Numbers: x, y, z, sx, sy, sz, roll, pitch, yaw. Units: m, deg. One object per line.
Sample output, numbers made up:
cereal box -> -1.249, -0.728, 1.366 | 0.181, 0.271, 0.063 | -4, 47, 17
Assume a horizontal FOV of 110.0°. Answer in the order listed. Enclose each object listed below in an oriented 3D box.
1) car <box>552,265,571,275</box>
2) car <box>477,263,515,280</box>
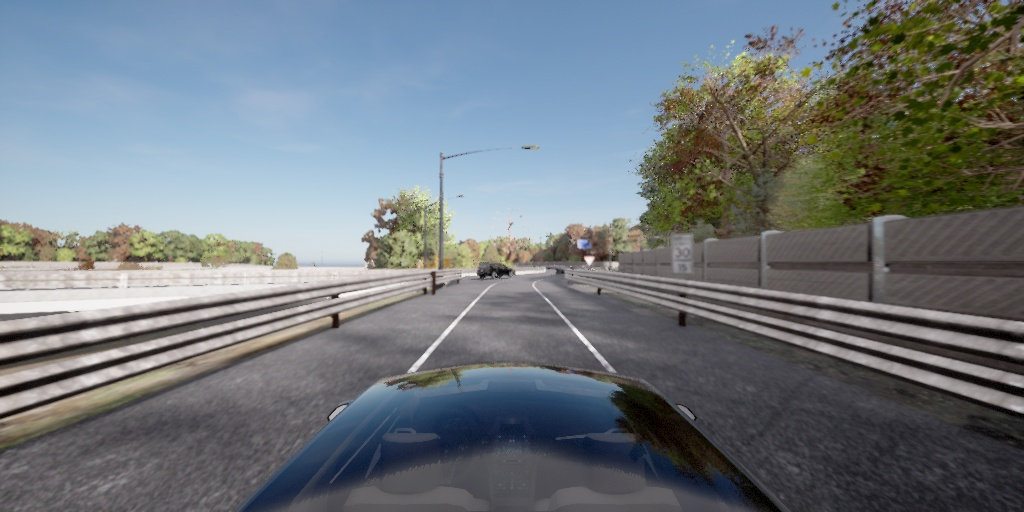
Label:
car -> 9.180, 2.551, 62.358 | 1.882, 1.535, 5.008 | -1, -2, 27
car -> -1.940, 1.832, 44.397 | 2.150, 2.045, 5.566 | -1, -2, 37
